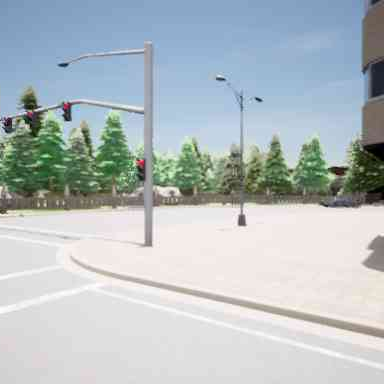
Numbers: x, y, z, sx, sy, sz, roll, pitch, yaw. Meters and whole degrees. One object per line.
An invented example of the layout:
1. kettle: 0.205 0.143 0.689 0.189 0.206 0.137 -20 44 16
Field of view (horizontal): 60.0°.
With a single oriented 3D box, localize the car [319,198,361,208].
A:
1. car: 20.033 1.478 45.043 5.357 1.411 2.033 0 0 -8
